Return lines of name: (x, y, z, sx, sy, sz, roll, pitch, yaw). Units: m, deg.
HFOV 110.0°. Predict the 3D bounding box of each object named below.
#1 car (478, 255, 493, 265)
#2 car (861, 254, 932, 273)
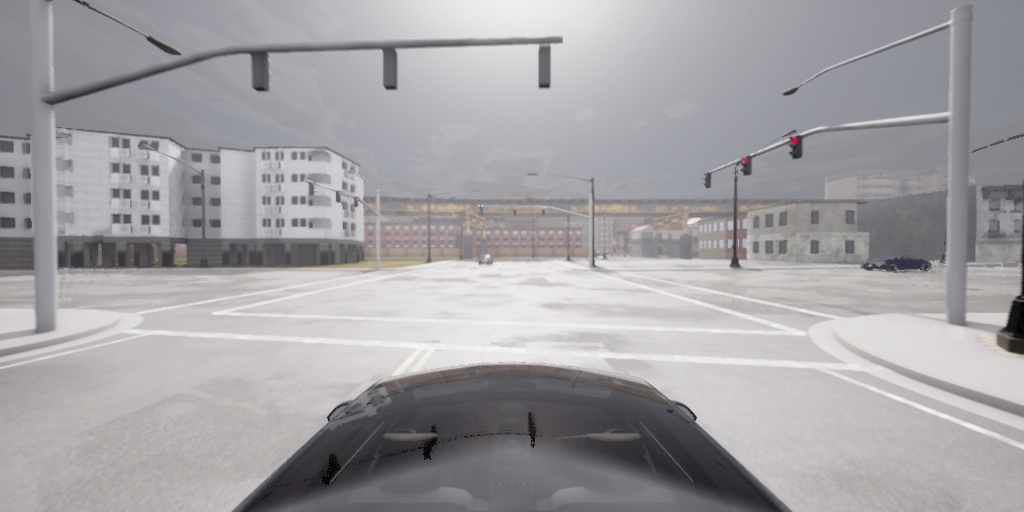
car: (-3.658, 0.556, 49.887, 2.128, 1.511, 4.902, 0, 2, -1)
car: (30.720, 0.562, 28.747, 4.181, 1.385, 1.994, -1, 1, 1)
